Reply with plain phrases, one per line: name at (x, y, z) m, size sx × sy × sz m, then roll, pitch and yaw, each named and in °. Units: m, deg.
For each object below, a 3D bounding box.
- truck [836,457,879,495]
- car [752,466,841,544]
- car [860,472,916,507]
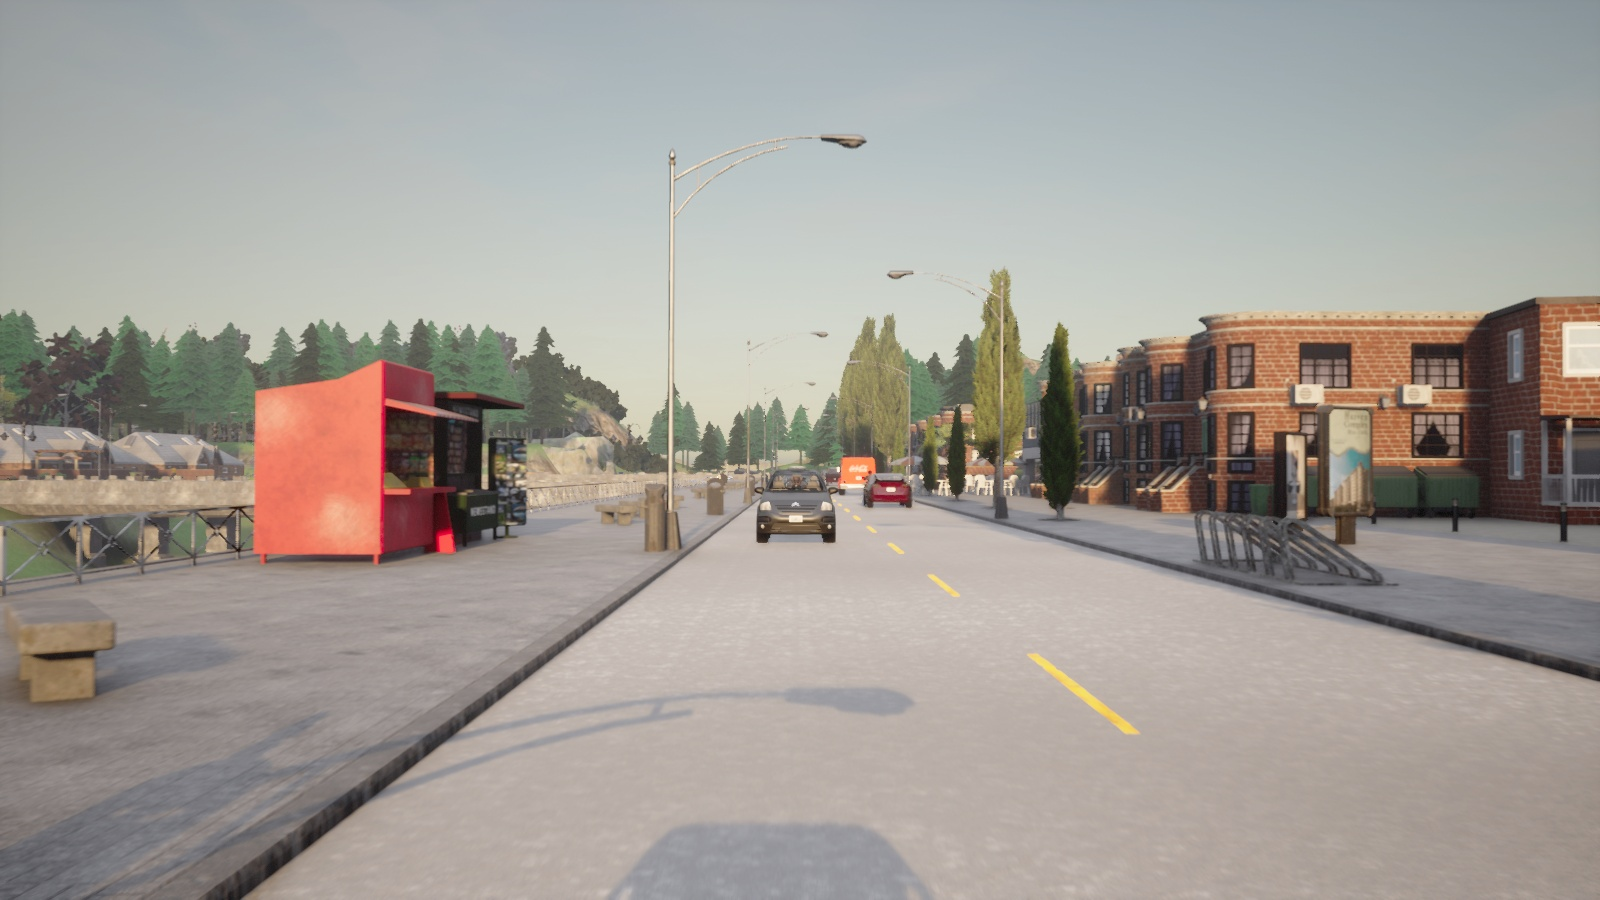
truck at (3.781, 1.711, 83.553) m, size 2.627 × 2.467 × 5.204 m, roll 0°, pitch -1°, yaw 0°
car at (-0.074, 1.187, 28.307) m, size 1.851 × 1.617 × 3.988 m, roll 0°, pitch -1°, yaw 0°
car at (3.855, 1.732, 55.732) m, size 2.163 × 1.488 × 4.792 m, roll 0°, pitch -1°, yaw 0°
